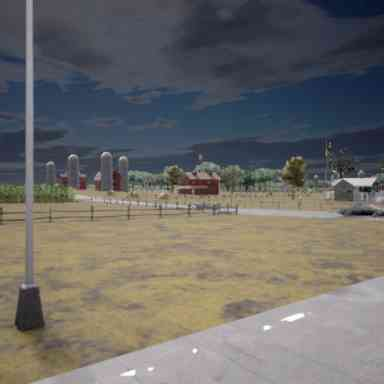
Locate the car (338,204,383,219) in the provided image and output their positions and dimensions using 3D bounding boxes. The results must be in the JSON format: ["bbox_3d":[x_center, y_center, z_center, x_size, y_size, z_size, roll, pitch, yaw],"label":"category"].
[{"bbox_3d":[18.108,1.946,34.761,2.033,1.411,5.357,-1,0,-36],"label":"car"}]

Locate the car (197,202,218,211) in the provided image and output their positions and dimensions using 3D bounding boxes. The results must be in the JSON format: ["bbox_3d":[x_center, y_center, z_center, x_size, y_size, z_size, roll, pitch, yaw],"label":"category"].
[{"bbox_3d":[2.734,2.357,56.200,1.994,1.385,4.181,-1,1,-35],"label":"car"}]
